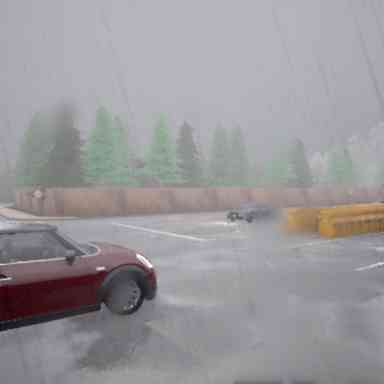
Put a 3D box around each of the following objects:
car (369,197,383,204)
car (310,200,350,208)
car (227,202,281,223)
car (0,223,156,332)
[{"bbox_3d":[21.306,1.297,36.301,5.357,1.411,2.033,0,0,-35],"label":"car"},{"bbox_3d":[12.816,1.418,30.293,4.718,1.301,1.895,0,0,-35],"label":"car"},{"bbox_3d":[4.586,1.448,24.433,4.181,1.385,1.994,0,0,-35],"label":"car"},{"bbox_3d":[-2.909,1.346,5.969,4.553,1.767,2.097,0,0,-35],"label":"car"}]
